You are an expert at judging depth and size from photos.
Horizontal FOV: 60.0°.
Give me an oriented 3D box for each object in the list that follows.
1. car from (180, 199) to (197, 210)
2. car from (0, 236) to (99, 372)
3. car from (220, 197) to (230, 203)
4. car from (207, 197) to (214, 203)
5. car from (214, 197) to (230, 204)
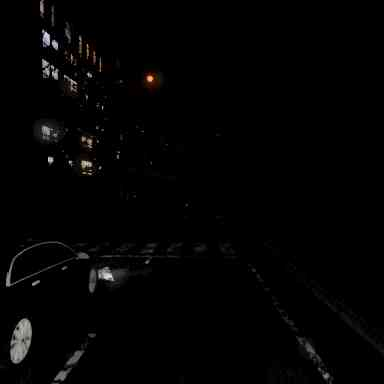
[{"bbox_3d":[-0.439,1.677,45.402,1.994,1.385,4.181,0,0,6],"label":"car"},{"bbox_3d":[-3.047,1.507,5.641,1.837,1.490,4.892,0,0,1],"label":"car"},{"bbox_3d":[7.854,1.855,78.672,1.994,1.385,4.181,0,0,12],"label":"car"},{"bbox_3d":[4.881,1.836,80.370,1.812,1.442,4.674,0,0,12],"label":"car"},{"bbox_3d":[6.186,1.741,68.845,1.837,1.490,4.892,0,0,10],"label":"car"}]
